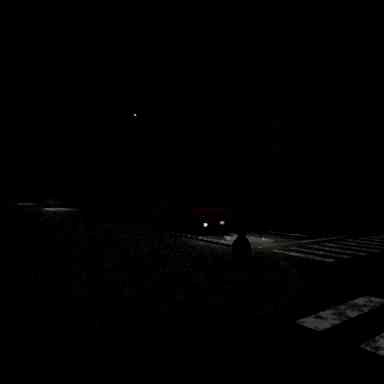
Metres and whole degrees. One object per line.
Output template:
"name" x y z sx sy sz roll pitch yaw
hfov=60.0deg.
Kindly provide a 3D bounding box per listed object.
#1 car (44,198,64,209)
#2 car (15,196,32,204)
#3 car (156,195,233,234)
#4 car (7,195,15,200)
"car" -19.046 1.504 45.816 1.812 1.442 4.674 1 0 -36
"car" -32.490 1.510 64.553 1.812 1.442 4.674 1 0 -36
"car" -0.049 1.207 19.339 2.150 2.045 5.566 1 0 -36
"car" -42.282 1.394 78.204 1.812 1.442 4.674 1 -1 -36
